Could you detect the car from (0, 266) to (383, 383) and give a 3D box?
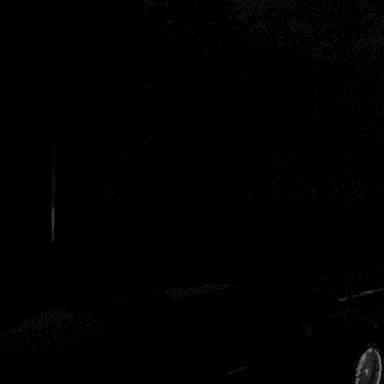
[{"bbox_3d":[0.103,1.545,3.428,4.674,1.442,1.812,1,0,-34],"label":"car"}]
